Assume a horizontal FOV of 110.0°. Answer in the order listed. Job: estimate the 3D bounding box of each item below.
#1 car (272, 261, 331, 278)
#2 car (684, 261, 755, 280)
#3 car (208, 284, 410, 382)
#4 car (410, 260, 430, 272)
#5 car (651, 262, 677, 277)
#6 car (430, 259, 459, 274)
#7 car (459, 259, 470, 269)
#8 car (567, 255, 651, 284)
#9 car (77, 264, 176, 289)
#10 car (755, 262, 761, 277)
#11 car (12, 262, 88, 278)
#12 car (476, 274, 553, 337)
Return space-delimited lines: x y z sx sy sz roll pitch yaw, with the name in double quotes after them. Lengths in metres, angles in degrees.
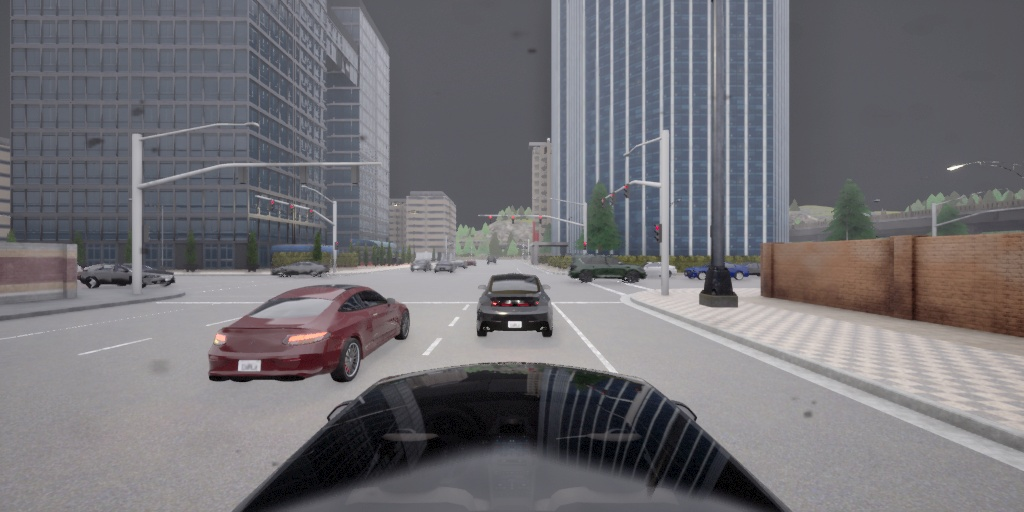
-19.640 1.241 33.514 4.902 1.511 2.128 0 0 -7 "car"
17.212 1.228 30.319 5.008 1.535 1.882 0 0 0 "car"
-3.437 1.276 7.010 1.812 1.442 4.674 0 0 0 "car"
-11.366 1.241 45.066 2.128 1.511 4.902 0 0 0 "car"
13.030 1.276 33.763 4.674 1.442 1.812 0 0 1 "car"
-7.759 1.313 41.588 1.994 1.385 4.181 0 0 -1 "car"
-7.983 1.276 54.816 1.812 1.442 4.674 0 0 -1 "car"
6.941 0.971 26.648 5.566 2.045 2.150 0 0 4 "car"
-24.228 1.241 22.716 4.902 1.511 2.128 0 0 0 "car"
22.616 1.297 33.867 5.357 1.411 2.033 0 0 -1 "car"
-42.799 1.275 33.269 4.674 1.442 1.812 0 0 0 "car"
0.065 1.255 10.275 1.837 1.490 4.892 0 0 0 "car"
